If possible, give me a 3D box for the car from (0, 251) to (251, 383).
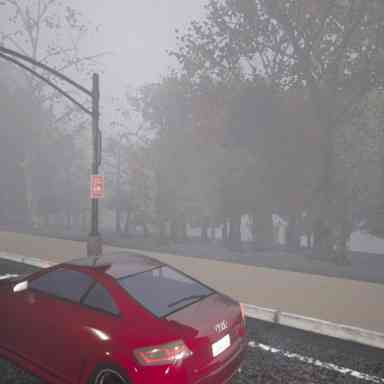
[{"bbox_3d":[-1.328,1.563,4.629,4.181,1.385,1.994,0,0,35],"label":"car"}]
